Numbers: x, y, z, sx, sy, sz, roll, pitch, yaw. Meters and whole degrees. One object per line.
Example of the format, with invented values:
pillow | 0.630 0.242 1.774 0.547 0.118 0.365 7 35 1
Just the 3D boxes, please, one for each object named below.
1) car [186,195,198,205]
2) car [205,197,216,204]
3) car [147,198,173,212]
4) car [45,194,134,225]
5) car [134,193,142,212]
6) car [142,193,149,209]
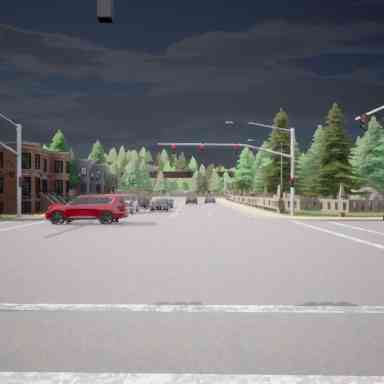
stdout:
car | -0.054 1.352 60.247 2.097 1.767 4.553 0 0 0
car | 3.542 1.564 65.227 1.994 1.385 4.181 0 0 0
car | -3.595 1.564 38.332 1.994 1.385 4.181 0 0 0
car | -7.237 1.222 23.313 5.566 2.045 2.150 0 0 1
car | -7.103 1.221 35.636 2.150 2.045 5.566 0 0 0
car | -7.110 1.221 45.754 2.150 2.045 5.566 0 0 0
